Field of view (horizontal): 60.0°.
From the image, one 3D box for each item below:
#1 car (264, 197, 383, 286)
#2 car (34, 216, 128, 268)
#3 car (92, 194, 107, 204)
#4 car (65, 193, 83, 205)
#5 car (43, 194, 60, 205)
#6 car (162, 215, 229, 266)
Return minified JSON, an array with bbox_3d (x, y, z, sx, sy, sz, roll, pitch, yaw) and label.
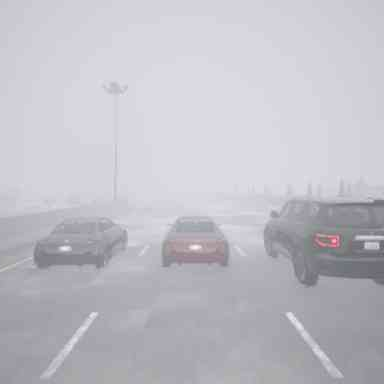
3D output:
[{"bbox_3d":[3.595,1.143,9.331,2.150,2.045,5.566,0,0,0],"label":"car"},{"bbox_3d":[-3.403,1.472,10.924,1.994,1.385,4.181,0,0,0],"label":"car"},{"bbox_3d":[-13.672,1.082,49.345,2.128,1.511,4.902,0,0,-14],"label":"car"},{"bbox_3d":[-16.972,0.953,48.100,2.097,1.767,4.553,0,1,-14],"label":"car"},{"bbox_3d":[-21.086,1.111,49.982,1.812,1.442,4.674,0,0,-16],"label":"car"},{"bbox_3d":[0.096,1.471,11.121,1.994,1.385,4.181,0,0,0],"label":"car"}]
